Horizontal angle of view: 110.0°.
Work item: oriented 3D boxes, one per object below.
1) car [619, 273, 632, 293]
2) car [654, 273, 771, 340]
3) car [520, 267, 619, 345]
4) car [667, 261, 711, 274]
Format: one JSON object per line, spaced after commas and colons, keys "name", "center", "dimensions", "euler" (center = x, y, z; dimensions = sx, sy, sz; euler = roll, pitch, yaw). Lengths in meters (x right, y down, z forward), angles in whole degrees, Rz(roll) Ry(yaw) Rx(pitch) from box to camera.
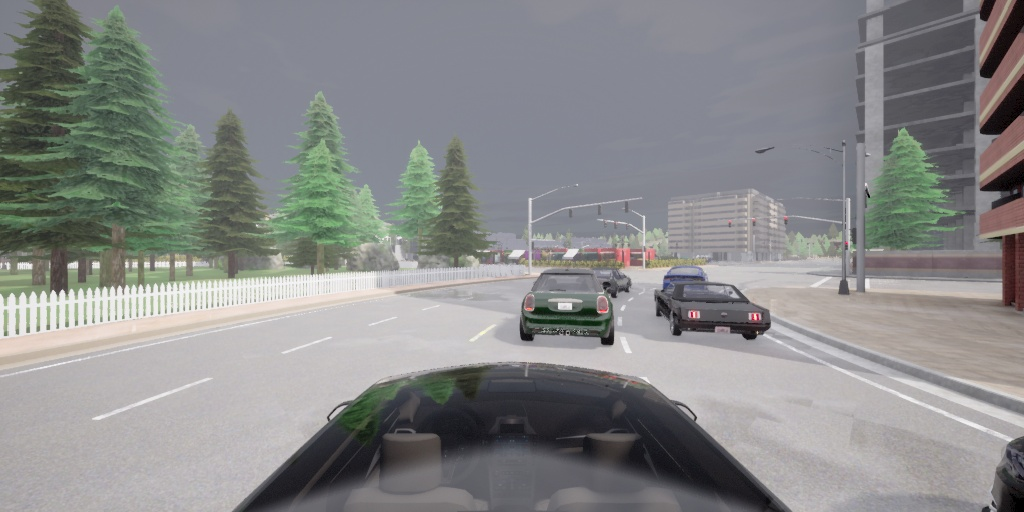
{"name": "car", "center": [4.827, 1.297, 18.552], "dimensions": [2.033, 1.411, 5.357], "euler": [0, 0, 29]}
{"name": "car", "center": [5.227, 1.351, 10.092], "dimensions": [1.895, 1.301, 4.718], "euler": [0, 0, 14]}
{"name": "car", "center": [1.598, 1.102, 9.792], "dimensions": [2.097, 1.767, 4.553], "euler": [0, 0, 12]}
{"name": "car", "center": [9.082, 1.228, 18.605], "dimensions": [1.882, 1.535, 5.008], "euler": [0, 0, 30]}
